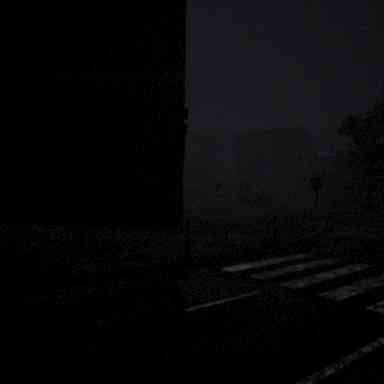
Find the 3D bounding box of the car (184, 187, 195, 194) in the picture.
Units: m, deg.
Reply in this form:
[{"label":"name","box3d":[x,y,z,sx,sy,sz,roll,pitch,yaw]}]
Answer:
[{"label":"car","box3d":[0.031,-0.414,70.003,2.002,1.452,4.674,6,2,11]}]

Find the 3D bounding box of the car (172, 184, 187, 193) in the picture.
[{"label":"car","box3d":[-2.589,-0.750,71.396,1.946,1.575,5.366,6,2,11]}]

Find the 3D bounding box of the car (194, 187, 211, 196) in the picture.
[{"label":"car","box3d":[2.614,-0.158,68.416,2.231,1.521,4.892,5,2,11]}]
